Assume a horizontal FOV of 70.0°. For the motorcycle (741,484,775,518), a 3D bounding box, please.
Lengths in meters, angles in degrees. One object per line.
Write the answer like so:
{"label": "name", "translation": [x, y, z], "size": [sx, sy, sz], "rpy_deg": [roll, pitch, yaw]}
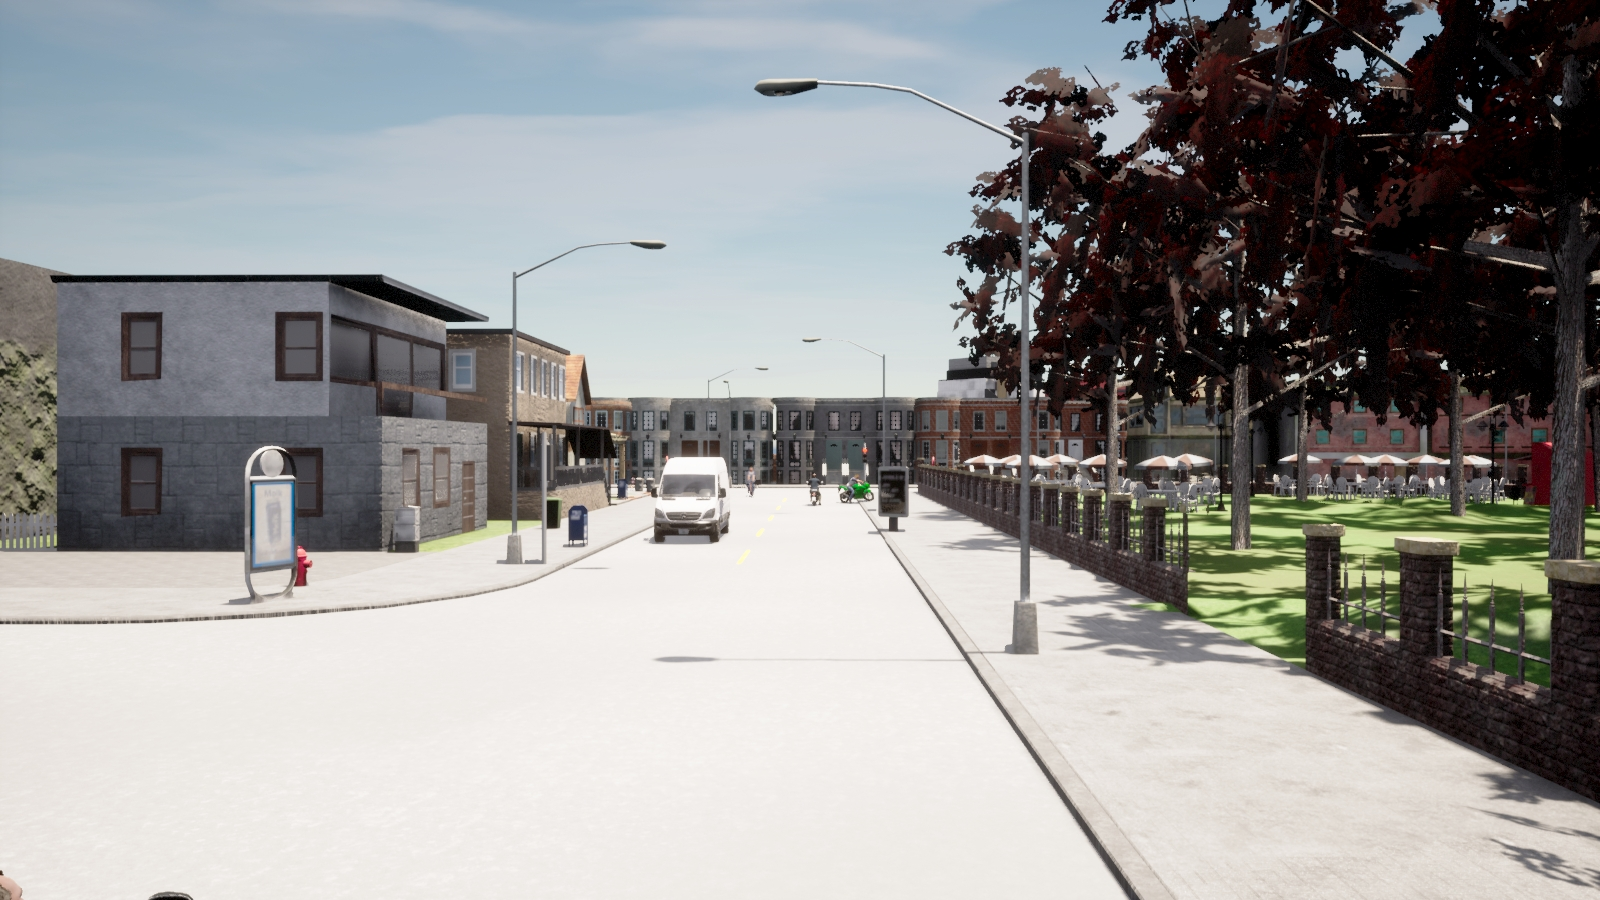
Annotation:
{"label": "motorcycle", "translation": [-1.677, 1.985, 45.065], "size": [0.867, 1.251, 2.209], "rpy_deg": [0, 0, -15]}

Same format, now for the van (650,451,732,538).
{"label": "van", "translation": [-3.393, 1.314, 36.728], "size": [1.988, 2.561, 5.915], "rpy_deg": [0, 0, 1]}

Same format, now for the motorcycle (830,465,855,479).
{"label": "motorcycle", "translation": [3.779, 1.939, 101.151], "size": [2.033, 1.145, 0.803], "rpy_deg": [-5, -2, 27]}
